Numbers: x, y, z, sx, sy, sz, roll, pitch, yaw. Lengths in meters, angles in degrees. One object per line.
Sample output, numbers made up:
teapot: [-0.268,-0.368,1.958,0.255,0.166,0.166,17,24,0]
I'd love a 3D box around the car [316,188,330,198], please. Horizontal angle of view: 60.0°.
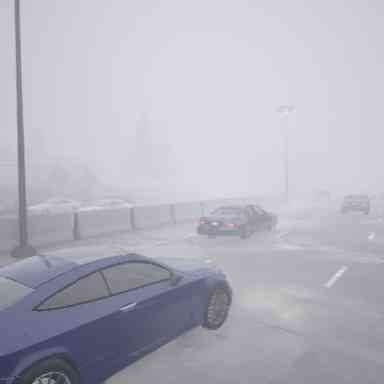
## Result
car: [21.141,0.144,53.571,1.882,1.535,5.008,0,1,18]

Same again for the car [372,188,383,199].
car: [25.832,0.239,46.058,1.812,1.442,4.674,0,1,20]

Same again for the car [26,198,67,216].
car: [-11.157,1.249,27.299,1.812,1.442,4.674,0,1,32]

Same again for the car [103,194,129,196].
car: [-6.775,0.988,27.713,2.097,1.767,4.553,0,1,31]

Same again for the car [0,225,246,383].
car: [-1.247,1.470,4.508,1.812,1.442,4.674,0,2,37]

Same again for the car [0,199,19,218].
car: [-14.655,1.318,28.265,2.033,1.411,5.357,0,1,33]

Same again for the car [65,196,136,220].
car: [-5.853,1.234,22.632,1.812,1.442,4.674,0,1,33]

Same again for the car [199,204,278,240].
car: [2.249,1.239,15.208,2.033,1.411,5.357,0,1,33]

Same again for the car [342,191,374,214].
car: [12.569,0.868,25.487,2.033,1.411,5.357,0,1,28]
